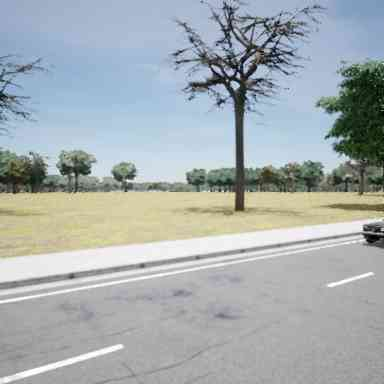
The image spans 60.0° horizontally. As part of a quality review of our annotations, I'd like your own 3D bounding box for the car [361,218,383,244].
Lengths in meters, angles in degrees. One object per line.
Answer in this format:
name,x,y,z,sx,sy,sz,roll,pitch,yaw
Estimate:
car,9.290,1.535,14.297,4.718,1.301,1.895,0,0,-35
